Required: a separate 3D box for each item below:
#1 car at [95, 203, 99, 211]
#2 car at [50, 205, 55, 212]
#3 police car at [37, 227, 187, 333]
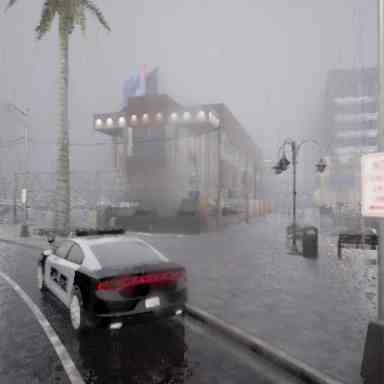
[{"bbox_3d":[-13.258,2.718,49.796,4.674,1.452,2.002,0,-2,19],"label":"car"},{"bbox_3d":[-27.169,3.063,61.538,4.718,1.301,1.895,0,-2,19],"label":"car"},{"bbox_3d":[-2.128,1.626,7.500,1.930,1.638,5.238,2,-2,-35],"label":"police car"}]
